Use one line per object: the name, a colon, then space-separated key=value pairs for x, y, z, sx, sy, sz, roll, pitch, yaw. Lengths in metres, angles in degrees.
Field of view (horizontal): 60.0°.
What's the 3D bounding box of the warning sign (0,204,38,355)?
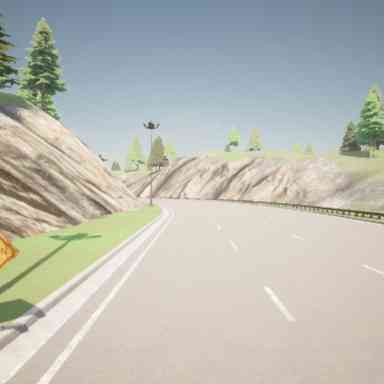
warning sign: x=-3.050 y=1.112 z=4.649 sx=1.300 sy=1.860 sz=1.060 roll=0 pitch=0 yaw=0
